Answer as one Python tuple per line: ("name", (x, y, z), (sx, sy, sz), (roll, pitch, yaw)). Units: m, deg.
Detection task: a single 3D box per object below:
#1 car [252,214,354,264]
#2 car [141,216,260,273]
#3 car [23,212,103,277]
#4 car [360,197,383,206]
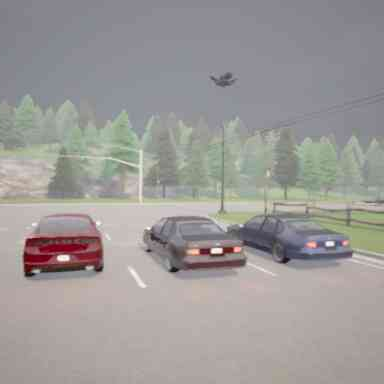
("car", (3.039, 1.481, 11.737), (2.033, 1.411, 5.357), (0, 0, -20))
("car", (-0.237, 1.455, 10.495), (2.033, 1.411, 5.357), (0, 0, -20))
("car", (-3.779, 1.350, 10.021), (1.882, 1.535, 5.008), (0, 1, -19))
("car", (28.137, 1.482, 50.801), (4.718, 1.301, 1.895), (0, 1, -19))
